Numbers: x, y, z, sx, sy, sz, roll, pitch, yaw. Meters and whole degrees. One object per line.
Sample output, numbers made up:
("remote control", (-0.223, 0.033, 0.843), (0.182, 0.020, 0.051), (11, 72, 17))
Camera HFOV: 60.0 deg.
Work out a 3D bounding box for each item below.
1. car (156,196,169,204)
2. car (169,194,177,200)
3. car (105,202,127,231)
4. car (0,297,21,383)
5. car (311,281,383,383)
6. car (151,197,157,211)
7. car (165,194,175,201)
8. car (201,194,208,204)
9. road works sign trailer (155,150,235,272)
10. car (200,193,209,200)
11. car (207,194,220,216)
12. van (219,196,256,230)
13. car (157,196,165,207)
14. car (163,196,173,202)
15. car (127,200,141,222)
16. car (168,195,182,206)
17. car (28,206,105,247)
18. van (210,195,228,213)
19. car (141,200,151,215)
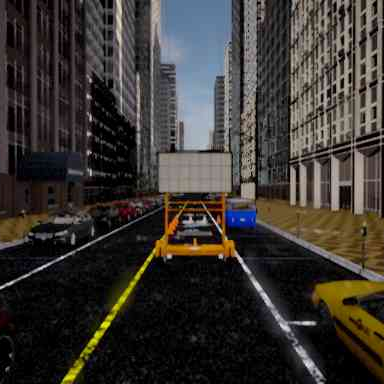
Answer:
("car", (-5.253, 1.466, 60.190), (2.008, 1.369, 4.403), (-1, 0, 0))
("car", (-5.044, 1.399, 88.438), (1.752, 1.417, 4.829), (-1, 0, 0))
("car", (-5.547, 1.537, 20.406), (1.947, 1.339, 4.313), (-1, 0, 0))
("car", (-3.085, 1.560, 2.339), (1.994, 1.385, 4.181), (0, 0, 0))
("car", (2.708, 1.520, 3.463), (1.752, 1.417, 4.829), (-1, 0, 0))
("car", (-5.421, 1.530, 37.457), (1.802, 1.307, 4.206), (-1, 0, 0))
("car", (-5.128, 1.330, 77.240), (1.967, 1.590, 4.097), (-1, 0, 0))
("car", (3.127, 1.466, 60.128), (2.008, 1.369, 4.403), (-1, 0, 0))
("road works sign trailer", (0.097, 0.449, 10.743), (2.380, 3.560, 2.880), (0, 0, 1))
("car", (3.335, 1.188, 88.546), (2.192, 1.841, 5.009), (-1, 0, 0))
("car", (2.915, 1.270, 31.711), (2.192, 1.841, 5.009), (-1, 0, 0))
("van", (2.831, 1.312, 20.344), (1.690, 1.788, 3.998), (-1, 0, 0))
("car", (-5.337, 1.482, 48.823), (2.008, 1.369, 4.403), (-1, 0, 0))
("car", (-5.169, 1.481, 71.557), (1.802, 1.307, 4.206), (-1, 0, 0))
("car", (-5.505, 1.508, 26.089), (1.887, 1.381, 4.507), (-1, 0, 0))
("car", (-2.660, 1.403, 52.964), (1.882, 1.535, 5.008), (0, 0, 1))
("car", (-5.590, 1.530, 14.722), (2.008, 1.369, 4.403), (-1, 0, 0))
("van", (2.957, 1.288, 37.394), (1.690, 1.788, 3.998), (-1, 0, 0))
("car", (-5.464, 1.506, 31.773), (2.008, 1.369, 4.403), (-1, 0, 0))
